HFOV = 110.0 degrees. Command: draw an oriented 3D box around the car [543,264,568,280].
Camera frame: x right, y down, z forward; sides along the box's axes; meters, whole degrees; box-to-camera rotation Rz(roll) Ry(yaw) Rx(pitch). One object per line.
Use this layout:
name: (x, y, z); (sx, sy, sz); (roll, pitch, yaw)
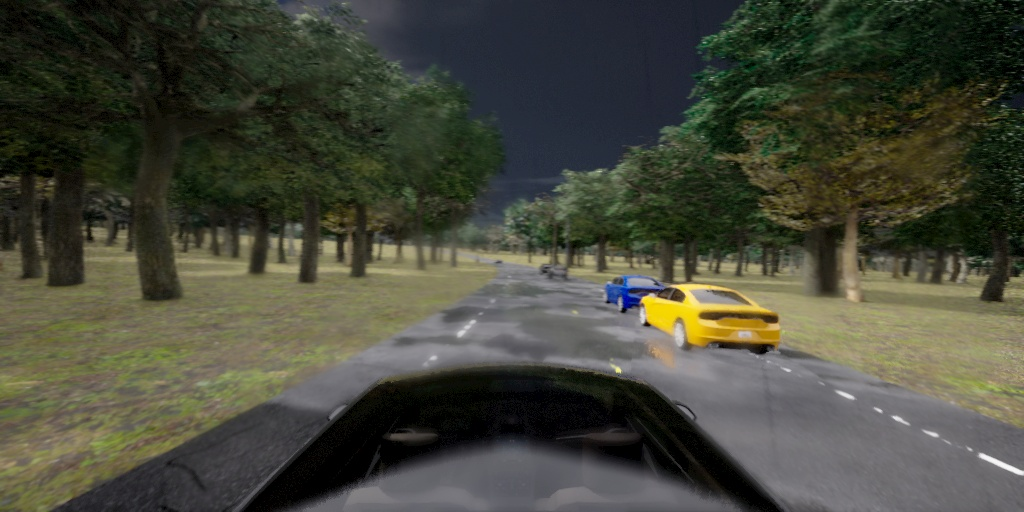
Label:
car: (5.054, 1.792, 39.833); (2.128, 1.511, 4.902); (2, 0, 0)

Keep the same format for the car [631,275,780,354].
car: (5.038, 1.517, 9.933); (1.882, 1.535, 5.008); (2, -1, 4)

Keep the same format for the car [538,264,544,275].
car: (4.842, 1.868, 50.347); (1.837, 1.490, 4.892); (2, 0, -2)

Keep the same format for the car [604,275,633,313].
car: (5.414, 1.589, 15.963); (1.882, 1.535, 5.008); (2, -1, 3)
